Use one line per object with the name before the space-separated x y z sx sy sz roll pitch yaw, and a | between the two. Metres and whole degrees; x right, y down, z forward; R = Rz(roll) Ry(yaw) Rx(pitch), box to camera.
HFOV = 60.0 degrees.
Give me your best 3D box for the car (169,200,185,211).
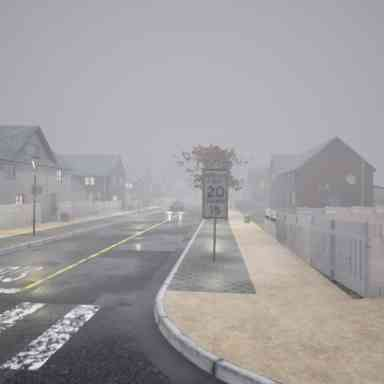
car | -2.138 1.977 47.832 1.837 1.490 4.892 1 -1 5
